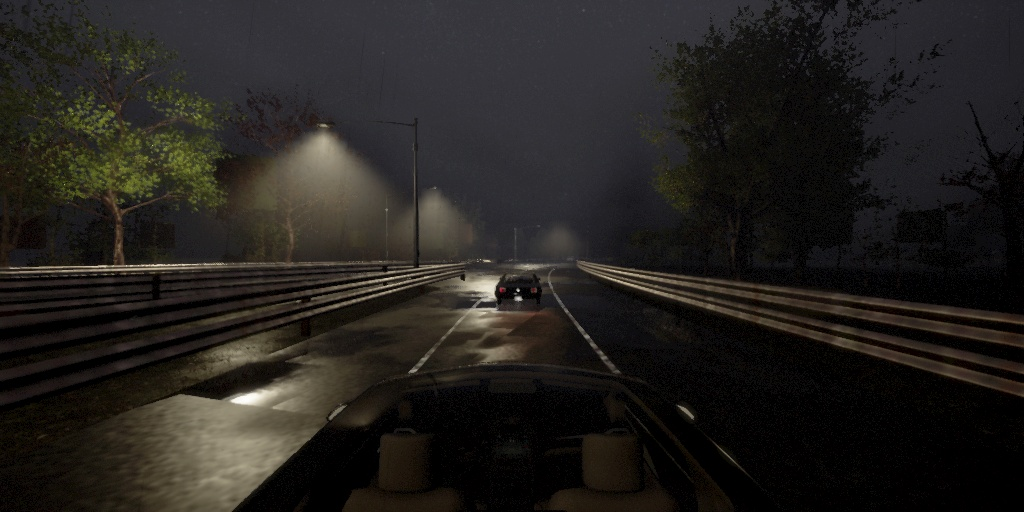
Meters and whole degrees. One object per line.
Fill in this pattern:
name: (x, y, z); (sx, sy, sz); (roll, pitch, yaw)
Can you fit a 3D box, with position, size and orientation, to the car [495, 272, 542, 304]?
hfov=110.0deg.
car: (0.355, 1.361, 16.188); (1.895, 1.301, 4.718); (0, 0, 3)
